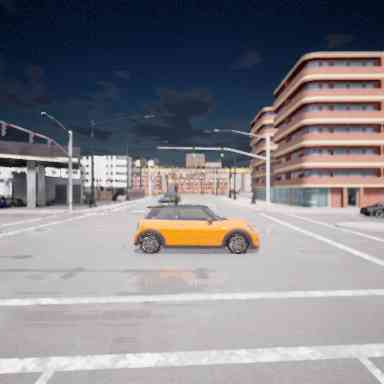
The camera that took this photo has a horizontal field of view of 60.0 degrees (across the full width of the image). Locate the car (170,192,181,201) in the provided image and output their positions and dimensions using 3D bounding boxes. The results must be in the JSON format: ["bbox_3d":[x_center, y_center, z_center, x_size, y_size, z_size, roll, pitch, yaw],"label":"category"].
[{"bbox_3d":[-3.334,0.929,67.375,2.097,1.767,4.553,0,1,0],"label":"car"}]

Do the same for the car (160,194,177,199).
[{"bbox_3d":[-3.168,1.295,40.205,2.033,1.411,5.357,0,0,-1],"label":"car"}]

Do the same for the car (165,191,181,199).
[{"bbox_3d":[-3.279,0.897,52.022,2.150,2.045,5.566,0,0,0],"label":"car"}]

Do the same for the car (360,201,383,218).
[{"bbox_3d":[16.184,1.392,27.422,4.181,1.385,1.994,0,0,0],"label":"car"}]

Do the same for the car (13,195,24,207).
[{"bbox_3d":[-24.055,1.185,43.070,3.806,1.475,1.970,0,0,1],"label":"car"}]

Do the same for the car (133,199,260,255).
[{"bbox_3d":[0.176,1.266,12.437,4.553,1.767,2.097,0,0,0],"label":"car"}]

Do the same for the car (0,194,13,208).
[{"bbox_3d":[-23.335,1.061,37.319,4.611,1.667,2.242,0,0,1],"label":"car"}]
